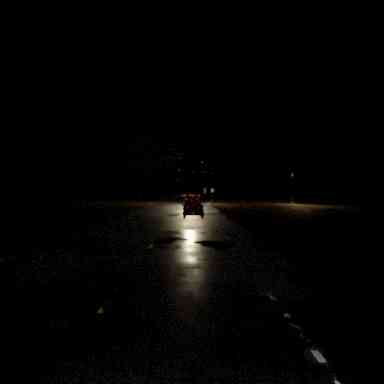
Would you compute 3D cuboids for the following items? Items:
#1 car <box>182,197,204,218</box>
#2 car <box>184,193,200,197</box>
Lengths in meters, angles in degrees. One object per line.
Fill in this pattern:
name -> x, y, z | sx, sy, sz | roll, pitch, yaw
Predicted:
car -> 0.101, 1.540, 30.300 | 2.128, 1.511, 4.902 | 0, 0, 0
car -> -0.006, 1.189, 52.082 | 2.150, 2.045, 5.566 | 0, 0, 0
